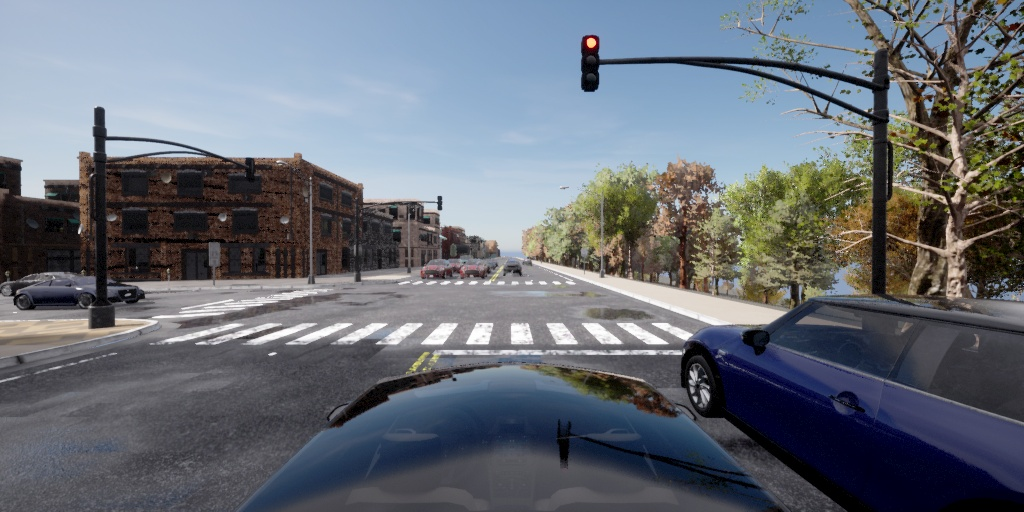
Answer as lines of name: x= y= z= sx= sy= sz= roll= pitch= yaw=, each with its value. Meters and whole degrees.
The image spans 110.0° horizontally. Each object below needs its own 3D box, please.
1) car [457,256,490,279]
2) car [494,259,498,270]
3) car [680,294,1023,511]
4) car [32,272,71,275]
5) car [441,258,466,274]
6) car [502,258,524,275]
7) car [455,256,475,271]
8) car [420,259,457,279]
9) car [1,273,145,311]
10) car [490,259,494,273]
car: x=-3.375 y=1.098 z=32.263 sx=2.097 sy=1.767 sz=4.553 roll=0 pitch=0 yaw=0
car: x=-3.420 y=1.309 z=51.358 sx=1.994 sy=1.385 sz=4.181 roll=0 pitch=0 yaw=1
car: x=3.350 y=1.102 z=3.068 sx=2.097 sy=1.767 sz=4.553 roll=0 pitch=0 yaw=0
car: x=-28.327 y=1.671 z=21.900 sx=4.403 sy=1.370 sz=2.007 roll=0 pitch=0 yaw=-1
car: x=-6.650 y=1.097 z=41.081 sx=2.097 sy=1.767 sz=4.553 roll=0 pitch=0 yaw=0
car: x=0.048 y=1.252 z=38.142 sx=1.837 sy=1.490 sz=4.892 roll=0 pitch=1 yaw=0
car: x=-6.678 y=0.966 z=51.783 sx=2.150 sy=2.045 sz=5.566 roll=0 pitch=0 yaw=0
car: x=-6.689 y=1.098 z=32.278 sx=2.097 sy=1.767 sz=4.553 roll=0 pitch=0 yaw=2
car: x=-19.348 y=1.605 z=16.159 sx=4.181 sy=1.385 sz=1.994 roll=-1 pitch=1 yaw=-1
car: x=-3.401 y=1.223 z=41.360 sx=1.882 sy=1.535 sz=5.008 roll=0 pitch=0 yaw=0
